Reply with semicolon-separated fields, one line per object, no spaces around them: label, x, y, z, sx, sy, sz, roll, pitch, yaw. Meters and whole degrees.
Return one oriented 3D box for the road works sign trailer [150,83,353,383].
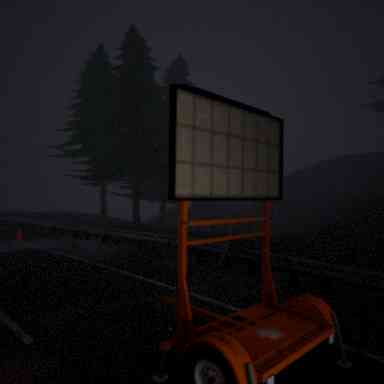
road works sign trailer;0.415;0.513;4.728;2.880;3.560;2.380;0;-1;45

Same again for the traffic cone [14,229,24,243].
traffic cone;-7.764;1.952;14.953;0.340;0.580;0.340;0;-1;45
